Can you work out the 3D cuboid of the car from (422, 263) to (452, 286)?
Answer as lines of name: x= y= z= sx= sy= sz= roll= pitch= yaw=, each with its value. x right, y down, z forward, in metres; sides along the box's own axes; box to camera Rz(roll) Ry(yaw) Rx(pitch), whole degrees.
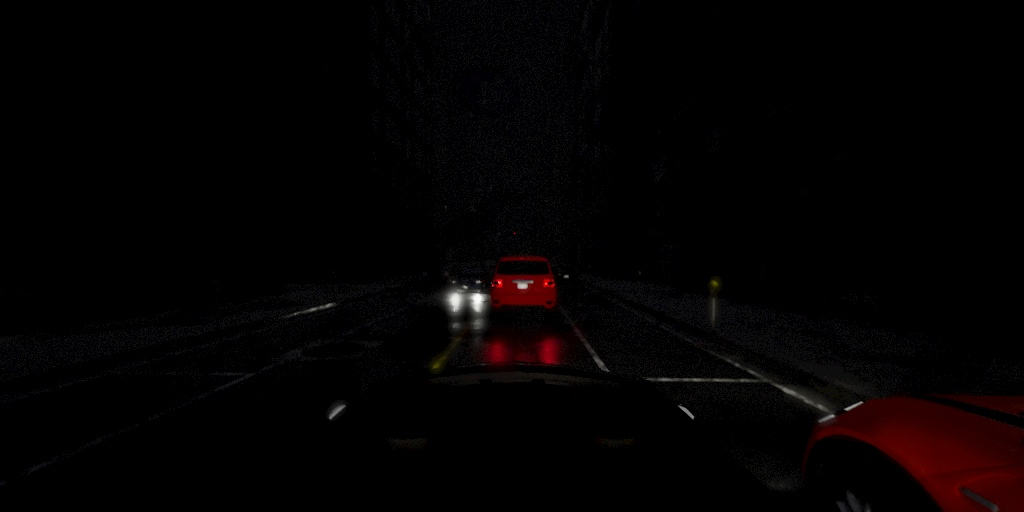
car: x=-4.949 y=1.220 z=25.389 sx=1.967 sy=1.591 sz=4.097 roll=0 pitch=0 yaw=2

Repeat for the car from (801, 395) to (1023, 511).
car: x=3.037 y=1.102 z=0.622 sx=2.097 sy=1.767 sz=4.553 roll=0 pitch=0 yaw=2

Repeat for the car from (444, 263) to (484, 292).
car: x=-2.404 y=1.324 z=21.998 sx=2.033 sy=1.411 sz=5.357 roll=0 pitch=0 yaw=2

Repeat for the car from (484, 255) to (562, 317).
car: x=0.472 y=0.988 z=13.403 sx=2.150 sy=2.045 sz=5.566 roll=0 pitch=0 yaw=3

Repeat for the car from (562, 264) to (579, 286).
car: x=3.571 y=1.349 z=25.081 sx=1.948 sy=1.339 sz=4.313 roll=0 pitch=0 yaw=2
